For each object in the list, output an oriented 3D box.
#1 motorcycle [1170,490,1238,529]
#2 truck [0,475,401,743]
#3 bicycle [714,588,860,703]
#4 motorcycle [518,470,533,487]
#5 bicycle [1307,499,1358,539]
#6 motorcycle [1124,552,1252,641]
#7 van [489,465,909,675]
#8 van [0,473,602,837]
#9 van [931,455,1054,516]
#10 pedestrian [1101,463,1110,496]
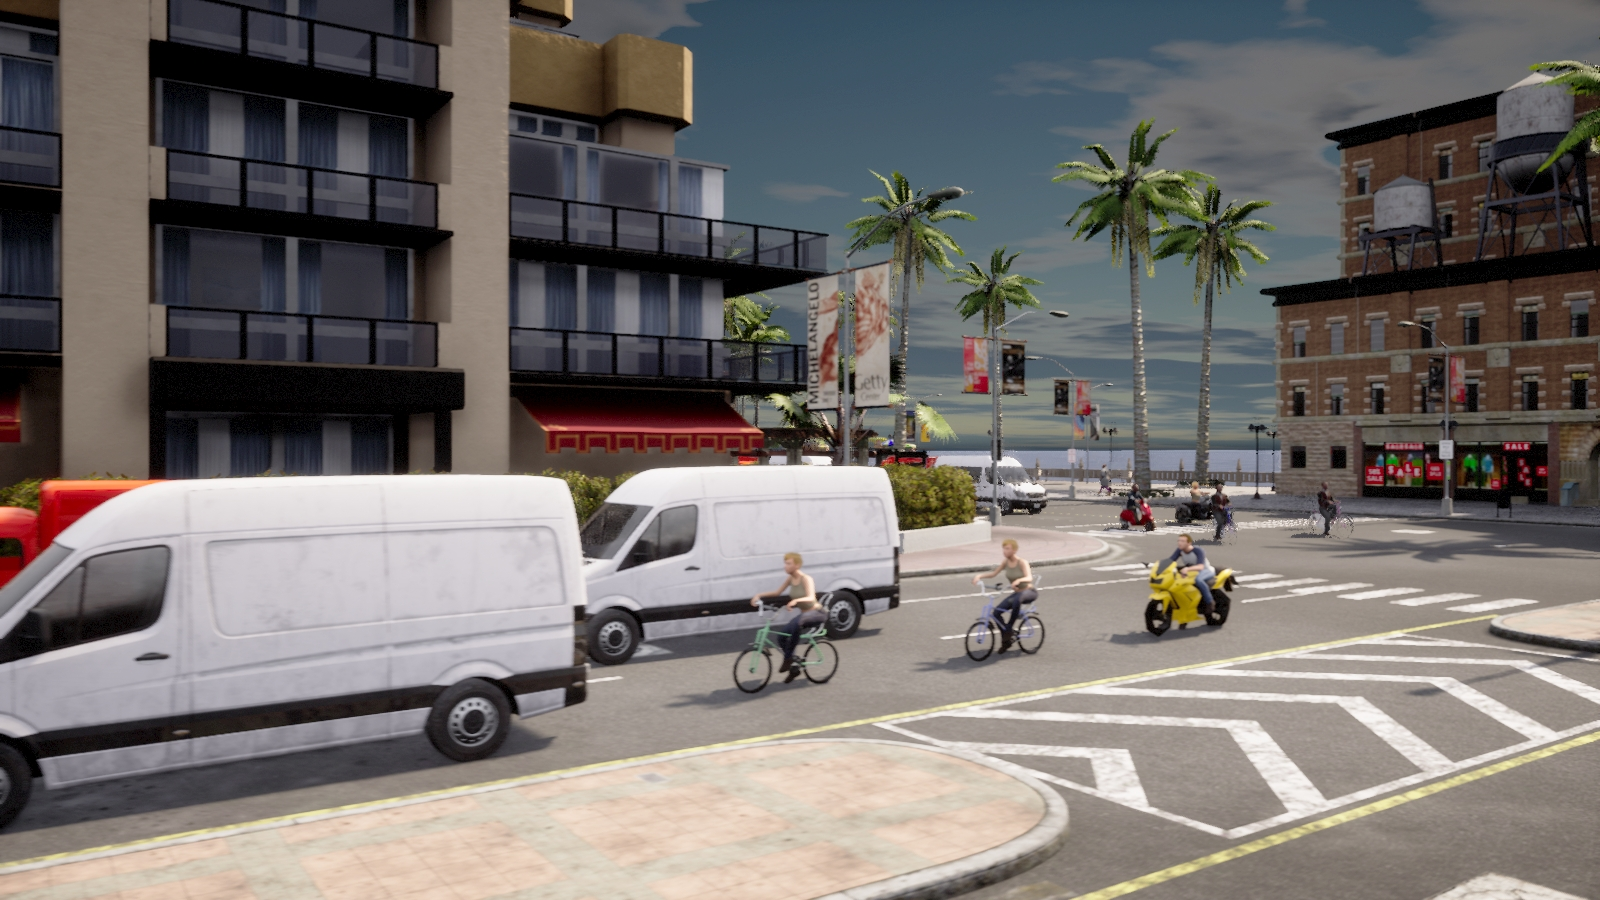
[{"bbox_3d":[14.864,2.170,42.110,0.764,1.277,2.356,0,0,-34],"label":"motorcycle"},{"bbox_3d":[-7.441,1.568,12.649,5.204,2.467,2.627,0,0,-35],"label":"truck"},{"bbox_3d":[-0.145,2.256,13.385,1.487,1.080,0.859,0,0,-34],"label":"bicycle"},{"bbox_3d":[-20.915,2.181,87.080,0.856,1.236,1.805,0,0,-22],"label":"motorcycle"},{"bbox_3d":[17.093,2.210,36.704,0.329,1.171,1.835,-1,0,-18],"label":"bicycle"},{"bbox_3d":[5.969,2.213,17.526,2.033,1.145,0.803,0,0,-34],"label":"motorcycle"},{"bbox_3d":[-1.329,1.534,16.751,5.915,2.561,1.988,0,0,-34],"label":"van"},{"bbox_3d":[-4.907,1.534,10.131,5.915,2.561,1.988,0,0,-34],"label":"van"},{"bbox_3d":[8.577,1.534,51.549,1.988,2.561,5.915,0,0,-34],"label":"van"},{"bbox_3d":[17.607,1.696,65.776,0.375,1.860,0.375,0,0,43],"label":"pedestrian"}]
